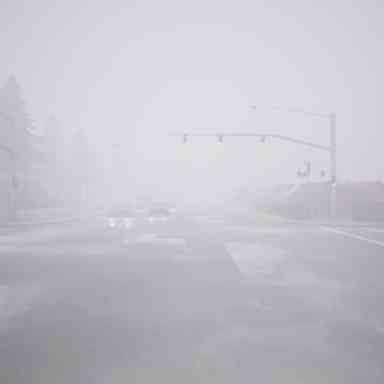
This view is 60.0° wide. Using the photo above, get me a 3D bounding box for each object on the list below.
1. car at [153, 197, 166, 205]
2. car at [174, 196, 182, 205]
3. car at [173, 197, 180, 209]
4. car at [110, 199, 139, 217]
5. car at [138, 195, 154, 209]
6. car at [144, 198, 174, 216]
[{"bbox_3d":[-6.520,1.839,67.098,2.033,1.411,5.357,0,0,0],"label":"car"},{"bbox_3d":[-3.043,1.640,65.333,2.097,1.767,4.553,0,0,1],"label":"car"},{"bbox_3d":[-3.227,1.776,48.431,1.994,1.385,4.181,0,0,1],"label":"car"},{"bbox_3d":[-6.841,1.681,33.273,1.812,1.442,4.674,0,0,0],"label":"car"},{"bbox_3d":[-6.718,1.445,49.405,2.150,2.045,5.566,0,0,1],"label":"car"},{"bbox_3d":[-3.338,1.703,34.984,2.033,1.411,5.357,0,0,0],"label":"car"}]
